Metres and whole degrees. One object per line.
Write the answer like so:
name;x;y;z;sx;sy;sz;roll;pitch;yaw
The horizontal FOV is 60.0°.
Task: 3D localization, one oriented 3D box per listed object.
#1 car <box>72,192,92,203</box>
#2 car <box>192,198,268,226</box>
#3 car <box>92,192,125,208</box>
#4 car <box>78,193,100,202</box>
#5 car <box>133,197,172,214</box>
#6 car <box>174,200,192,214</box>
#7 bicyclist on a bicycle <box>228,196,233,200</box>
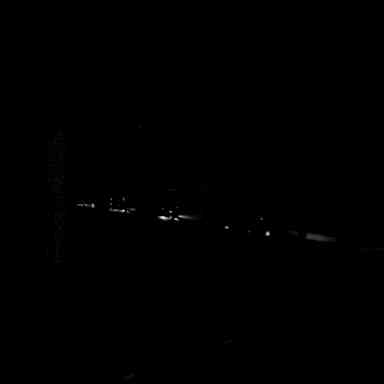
car;-14.936;0.768;45.519;1.837;1.490;4.892;1;1;-34
car;2.471;1.252;20.516;2.128;1.511;4.902;1;1;-35
car;-9.006;0.784;36.961;2.097;1.767;4.553;1;1;-35
car;-16.313;0.787;52.567;1.895;1.301;4.718;1;1;-35
car;-3.216;1.145;28.649;2.033;1.411;5.357;1;1;-35
car;0.808;1.219;28.103;2.033;1.411;5.357;1;1;-35
bicyclist on a bicycle;3.408;1.146;29.604;1.656;1.620;0.582;0;1;-35
